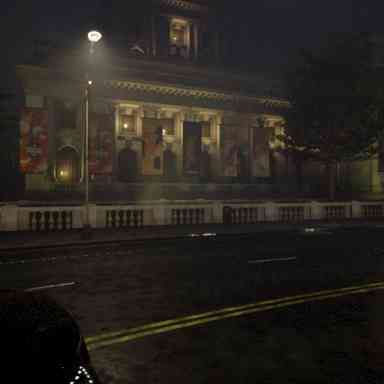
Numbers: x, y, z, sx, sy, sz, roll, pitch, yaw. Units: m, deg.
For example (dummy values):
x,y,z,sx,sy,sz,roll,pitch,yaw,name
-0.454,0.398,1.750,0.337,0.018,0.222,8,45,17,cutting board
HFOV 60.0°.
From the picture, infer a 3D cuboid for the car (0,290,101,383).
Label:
x,y,z,sx,sy,sz,roll,pitch,yaw,name
-3.148,1.221,1.287,5.566,2.045,2.150,0,0,-39,car
